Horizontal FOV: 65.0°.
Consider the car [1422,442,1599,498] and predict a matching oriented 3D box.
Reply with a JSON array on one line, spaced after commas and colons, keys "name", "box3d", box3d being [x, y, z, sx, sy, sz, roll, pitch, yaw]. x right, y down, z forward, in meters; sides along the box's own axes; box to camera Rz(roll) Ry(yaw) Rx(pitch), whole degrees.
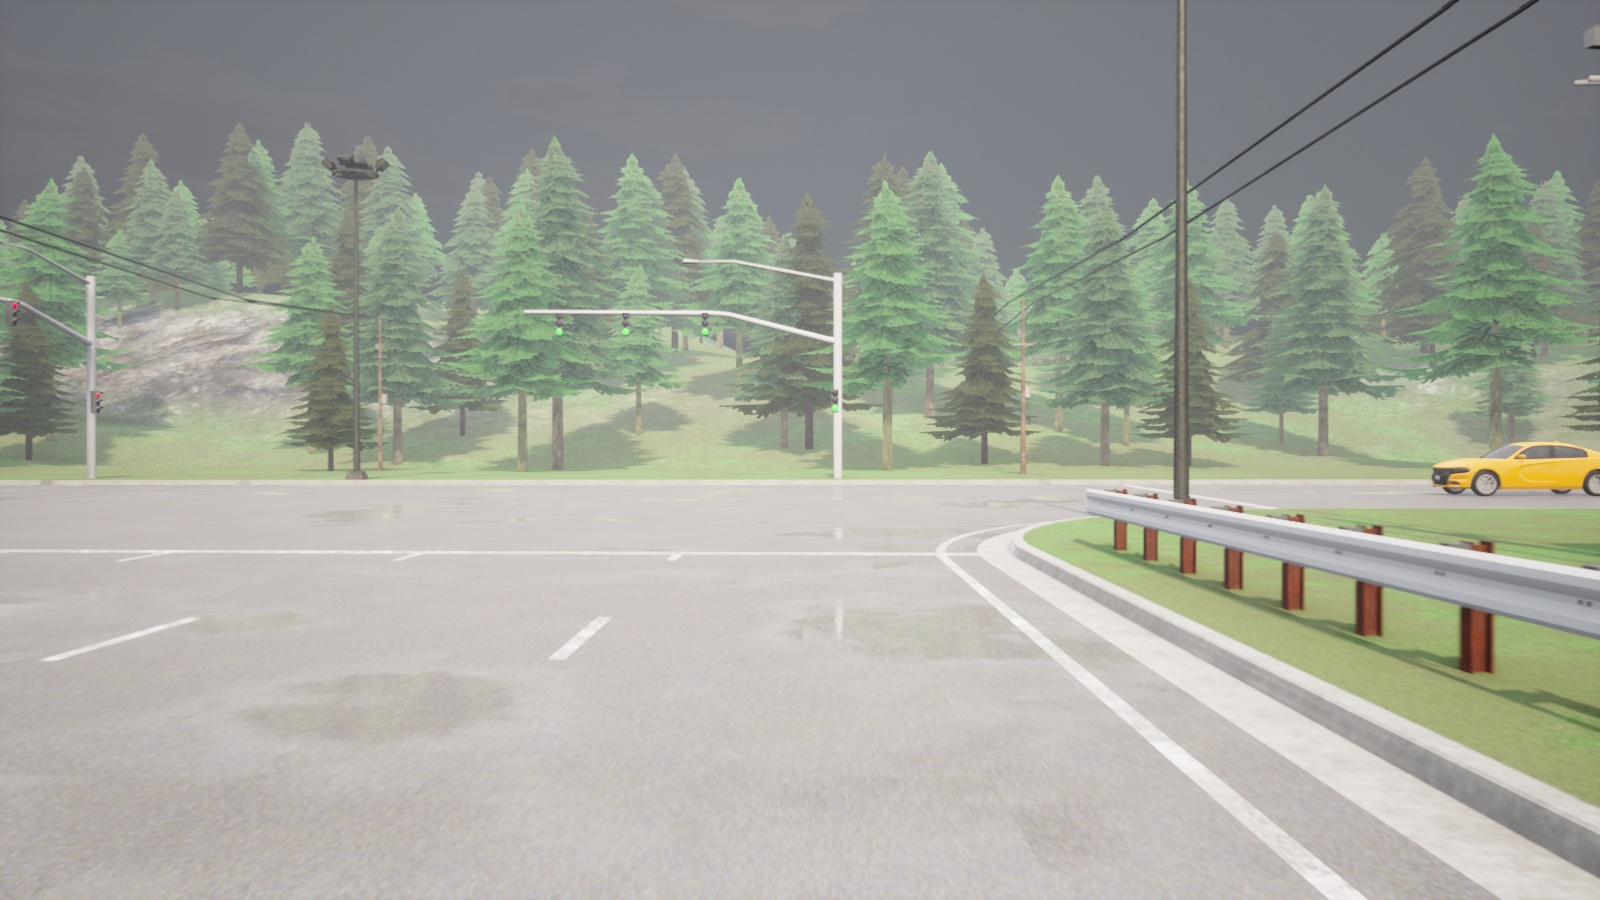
[{"name": "car", "box3d": [20.439, 0.542, 35.248, 5.008, 1.535, 1.882, 0, 0, 1]}]
